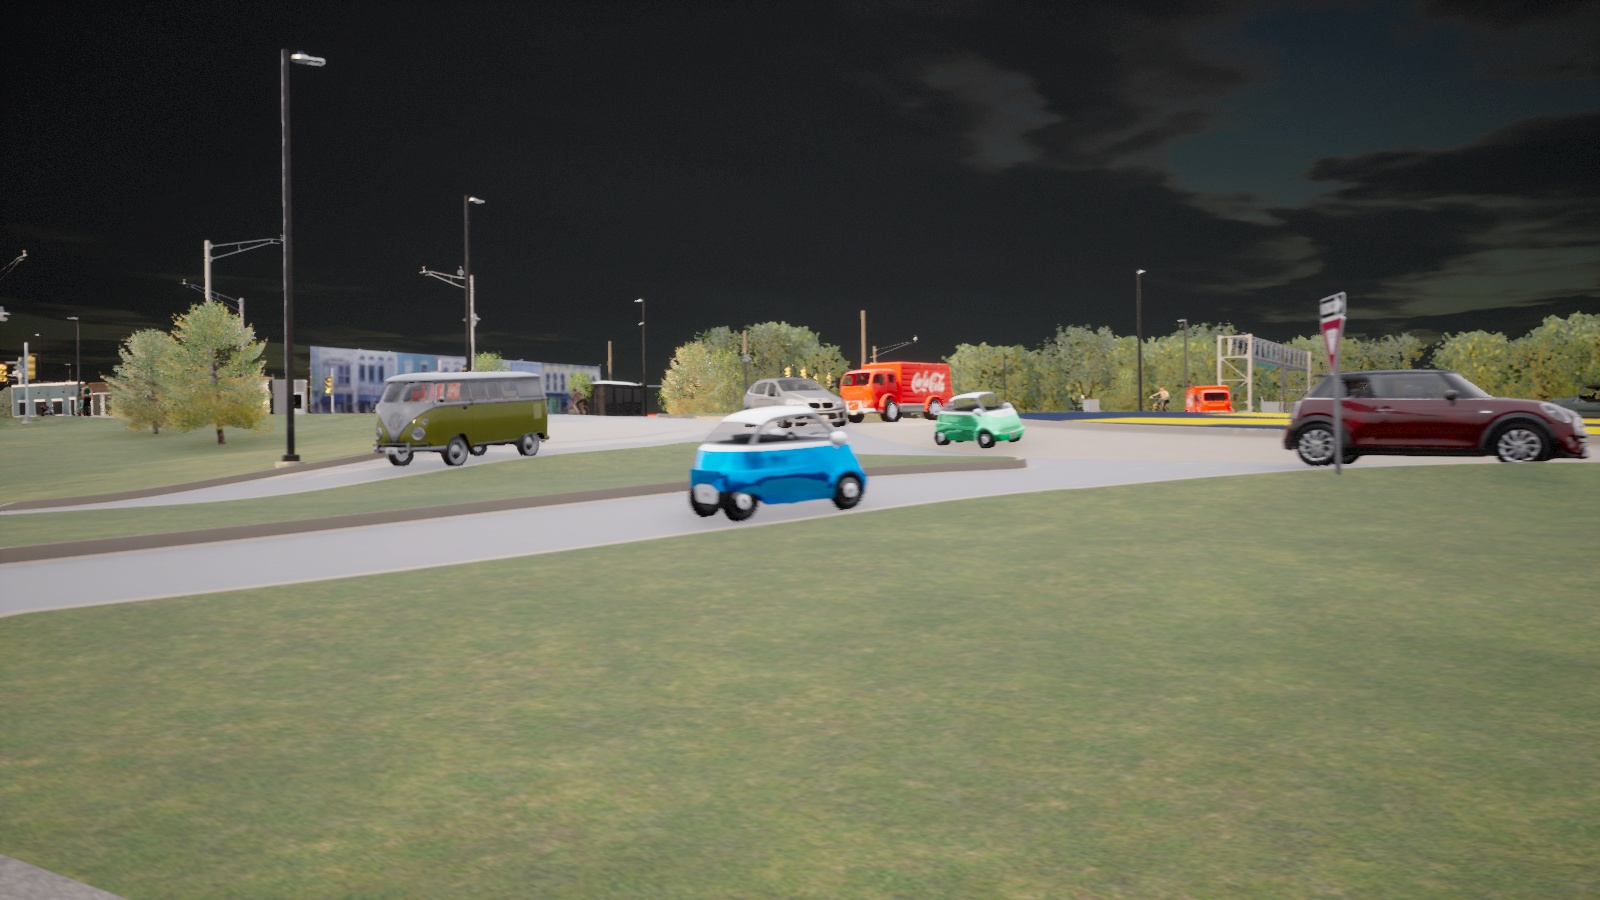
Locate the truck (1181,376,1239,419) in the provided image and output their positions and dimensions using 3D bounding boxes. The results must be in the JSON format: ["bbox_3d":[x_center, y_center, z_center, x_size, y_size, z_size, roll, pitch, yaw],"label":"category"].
[{"bbox_3d":[25.756,-3.264,79.067,2.627,2.467,5.204,-2,1,9],"label":"truck"}]

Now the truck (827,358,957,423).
[{"bbox_3d":[3.883,-2.457,52.268,2.627,2.467,5.204,-2,1,43],"label":"truck"}]

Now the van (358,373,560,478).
[{"bbox_3d":[-7.396,-0.601,27.729,1.775,1.987,4.442,-1,4,24],"label":"van"}]

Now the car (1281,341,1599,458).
[{"bbox_3d":[10.810,-0.780,21.325,4.553,1.767,2.097,0,1,35],"label":"car"}]

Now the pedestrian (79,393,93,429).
[{"bbox_3d":[-36.672,-1.992,64.528,0.594,1.836,0.345,-2,0,33],"label":"pedestrian"}]

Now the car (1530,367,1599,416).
[{"bbox_3d":[31.722,-2.329,50.241,1.905,1.878,3.866,1,2,-38],"label":"car"}]

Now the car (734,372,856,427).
[{"bbox_3d":[-0.233,-1.633,41.373,2.242,1.667,4.611,-3,2,-25],"label":"car"}]

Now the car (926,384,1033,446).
[{"bbox_3d":[4.645,-0.902,32.549,2.207,1.376,1.481,0,9,43],"label":"car"}]

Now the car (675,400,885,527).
[{"bbox_3d":[-0.245,0.117,16.301,2.207,1.376,1.481,-7,6,-38],"label":"car"}]
